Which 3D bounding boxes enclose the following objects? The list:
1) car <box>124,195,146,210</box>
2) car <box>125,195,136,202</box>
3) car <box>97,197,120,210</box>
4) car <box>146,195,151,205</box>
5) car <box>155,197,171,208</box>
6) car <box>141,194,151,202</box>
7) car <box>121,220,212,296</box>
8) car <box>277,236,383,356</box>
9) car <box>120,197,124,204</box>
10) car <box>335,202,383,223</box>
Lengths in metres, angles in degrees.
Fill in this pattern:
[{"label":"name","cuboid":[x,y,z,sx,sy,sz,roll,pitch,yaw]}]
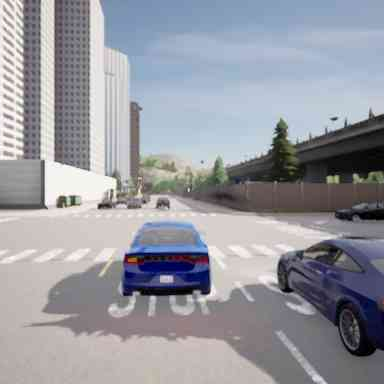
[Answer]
[{"label":"car","cuboid":[-7.534,1.508,44.066,1.837,1.490,4.892,0,0,-5]},{"label":"car","cuboid":[-13.840,1.524,75.394,2.033,1.411,5.357,0,0,-5]},{"label":"car","cuboid":[-10.949,1.604,42.960,1.895,1.301,4.718,0,0,-5]},{"label":"car","cuboid":[-8.964,1.605,59.976,1.895,1.301,4.718,0,0,-5]},{"label":"car","cuboid":[-4.103,1.508,47.034,1.837,1.490,4.892,0,0,-5]},{"label":"car","cuboid":[-10.287,1.358,74.978,2.097,1.767,4.553,0,0,-5]},{"label":"car","cuboid":[-0.630,1.478,8.697,1.882,1.535,5.008,0,0,-4]},{"label":"car","cuboid":[2.998,1.526,5.956,1.812,1.442,4.674,0,0,-4]},{"label":"car","cuboid":[-12.447,1.552,59.651,2.033,1.411,5.357,0,0,-5]},{"label":"car","cuboid":[13.710,1.534,25.877,5.008,1.535,1.882,0,0,-5]}]
